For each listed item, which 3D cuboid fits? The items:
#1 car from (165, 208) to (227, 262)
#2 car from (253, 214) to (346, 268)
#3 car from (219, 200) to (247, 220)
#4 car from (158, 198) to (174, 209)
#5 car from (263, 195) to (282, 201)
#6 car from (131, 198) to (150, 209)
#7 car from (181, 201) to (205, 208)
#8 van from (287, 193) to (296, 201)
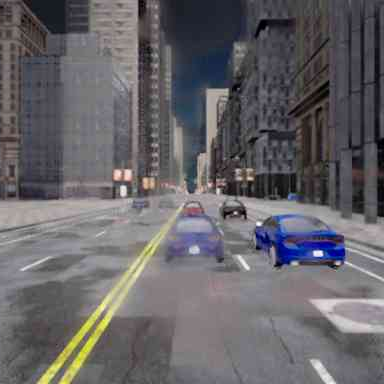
[{"bbox_3d":[0.077,1.510,11.906,1.812,1.442,4.674,0,0,0],"label":"car"},{"bbox_3d":[3.325,1.463,11.223,1.882,1.535,5.008,0,0,0],"label":"car"},{"bbox_3d":[3.339,1.441,27.678,1.882,1.535,5.008,0,0,0],"label":"car"},{"bbox_3d":[-3.328,1.490,43.465,2.033,1.411,5.357,0,0,0],"label":"car"},{"bbox_3d":[19.153,1.406,79.280,4.403,1.369,2.008,0,0,0],"label":"car"},{"bbox_3d":[-6.578,1.490,43.467,2.033,1.411,5.357,0,0,0],"label":"car"},{"bbox_3d":[0.084,1.490,27.088,1.812,1.442,4.674,0,0,0],"label":"car"},{"bbox_3d":[24.771,1.185,79.254,3.998,1.788,1.690,0,0,0],"label":"van"}]
